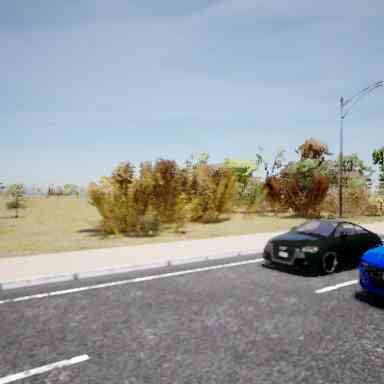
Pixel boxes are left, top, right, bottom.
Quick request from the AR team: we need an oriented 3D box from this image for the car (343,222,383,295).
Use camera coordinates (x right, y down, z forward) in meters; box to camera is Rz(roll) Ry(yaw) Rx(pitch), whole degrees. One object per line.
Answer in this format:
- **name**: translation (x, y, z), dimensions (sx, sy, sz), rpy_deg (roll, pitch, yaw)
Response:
- **car**: translation (5.884, 1.505, 7.770), dimensions (5.008, 1.535, 1.882), rpy_deg (0, 0, -35)

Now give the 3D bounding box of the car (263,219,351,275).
- **car**: translation (4.236, 1.591, 10.579), dimensions (4.181, 1.385, 1.994), rpy_deg (0, 0, -35)
